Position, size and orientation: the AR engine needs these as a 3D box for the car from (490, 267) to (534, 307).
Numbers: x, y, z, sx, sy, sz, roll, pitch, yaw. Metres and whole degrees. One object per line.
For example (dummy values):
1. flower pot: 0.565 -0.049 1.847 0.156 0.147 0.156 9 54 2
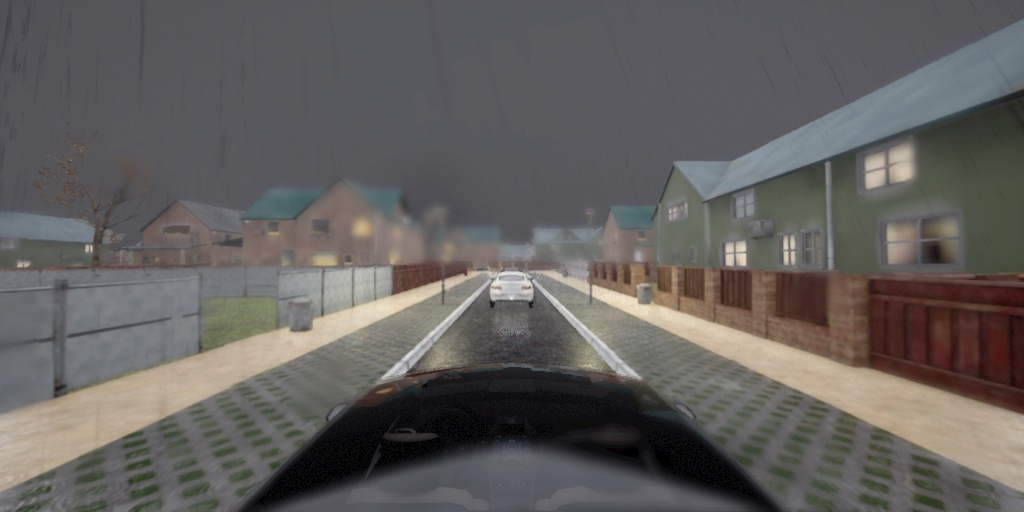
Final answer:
1. car: -0.011 1.411 16.245 1.812 1.442 4.674 0 0 0
